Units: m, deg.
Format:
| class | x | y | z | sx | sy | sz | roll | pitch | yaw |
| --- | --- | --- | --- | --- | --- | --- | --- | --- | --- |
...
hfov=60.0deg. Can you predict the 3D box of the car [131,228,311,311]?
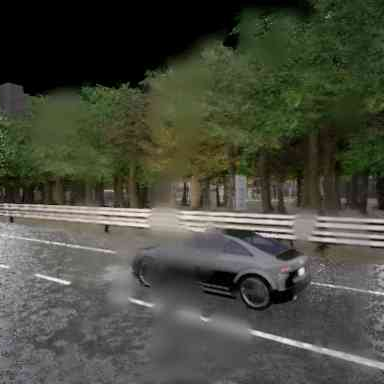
| class | x | y | z | sx | sy | sz | roll | pitch | yaw |
| --- | --- | --- | --- | --- | --- | --- | --- | --- | --- |
| car | 0.559 | 1.568 | 7.836 | 4.181 | 1.385 | 1.994 | 0 | 0 | 35 |
